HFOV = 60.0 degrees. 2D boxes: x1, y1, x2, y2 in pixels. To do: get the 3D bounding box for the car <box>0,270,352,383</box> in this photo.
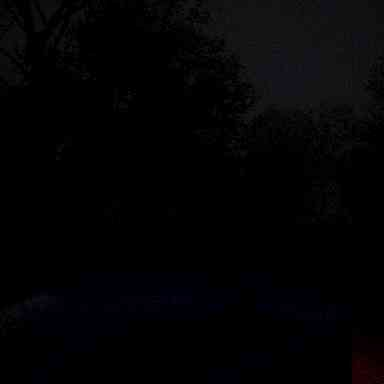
[{"bbox_3d":[-0.779,1.479,2.544,5.008,1.535,1.882,0,0,-36],"label":"car"}]
